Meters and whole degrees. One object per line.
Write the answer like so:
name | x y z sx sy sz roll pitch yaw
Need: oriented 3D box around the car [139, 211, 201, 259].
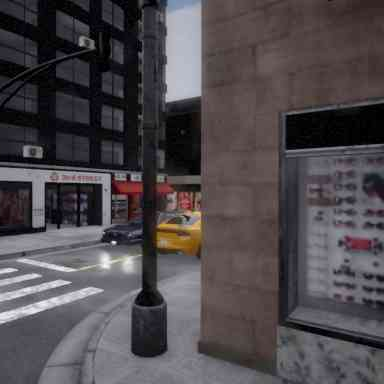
car | 0.461 1.501 12.875 1.882 1.535 5.008 0 0 33

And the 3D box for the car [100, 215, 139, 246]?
car | -1.540 1.563 15.017 2.033 1.411 5.357 0 0 34
